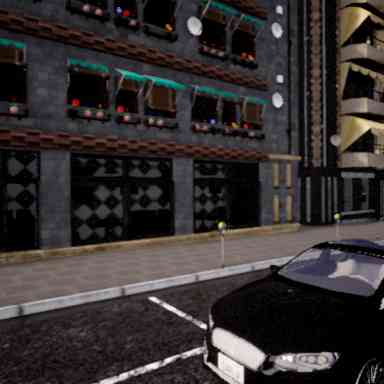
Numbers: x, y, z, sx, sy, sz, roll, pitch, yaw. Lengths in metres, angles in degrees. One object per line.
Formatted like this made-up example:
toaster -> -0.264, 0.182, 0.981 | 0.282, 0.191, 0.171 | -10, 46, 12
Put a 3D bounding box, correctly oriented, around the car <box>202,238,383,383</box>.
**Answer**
car -> 2.392, 1.490, 4.739 | 4.902, 1.511, 2.128 | 0, 0, -35
